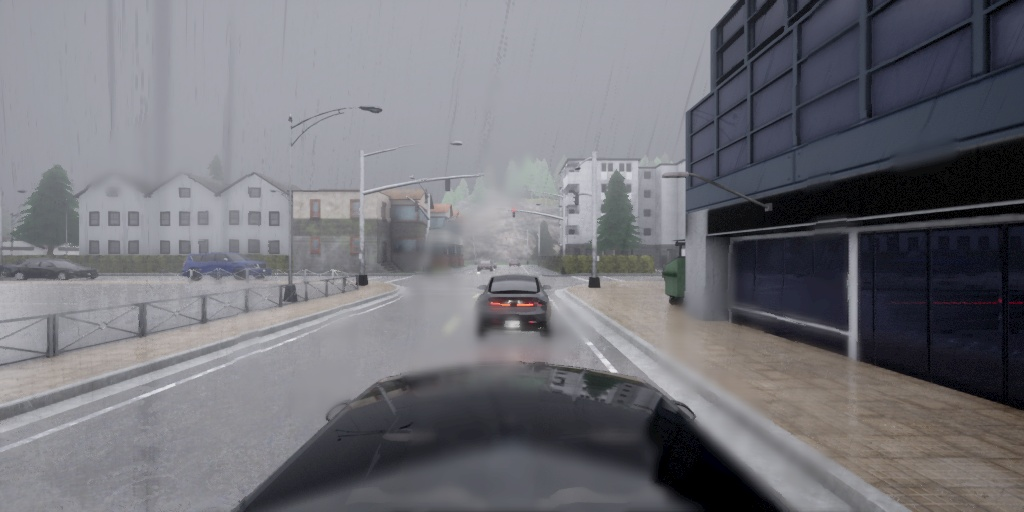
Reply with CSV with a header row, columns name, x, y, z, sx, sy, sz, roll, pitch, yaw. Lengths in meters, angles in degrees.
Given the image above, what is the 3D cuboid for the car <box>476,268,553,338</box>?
name,x,y,z,sx,sy,sz,roll,pitch,yaw
car,0.076,1.255,10.218,1.837,1.490,4.892,0,0,1

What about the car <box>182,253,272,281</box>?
name,x,y,z,sx,sy,sz,roll,pitch,yaw
car,-20.931,0.795,26.400,5.566,2.045,2.150,0,0,0

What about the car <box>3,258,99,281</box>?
name,x,y,z,sx,sy,sz,roll,pitch,yaw
car,-33.608,1.051,26.478,5.008,1.535,1.882,0,0,1

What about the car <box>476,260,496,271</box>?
name,x,y,z,sx,sy,sz,roll,pitch,yaw
car,-3.484,1.276,47.623,1.812,1.442,4.674,0,0,0

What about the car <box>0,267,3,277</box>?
name,x,y,z,sx,sy,sz,roll,pitch,yaw
car,-39.812,0.926,30.196,4.553,1.767,2.097,0,0,0
